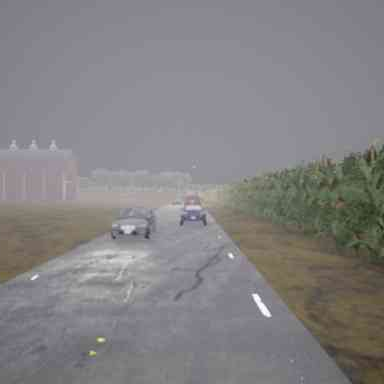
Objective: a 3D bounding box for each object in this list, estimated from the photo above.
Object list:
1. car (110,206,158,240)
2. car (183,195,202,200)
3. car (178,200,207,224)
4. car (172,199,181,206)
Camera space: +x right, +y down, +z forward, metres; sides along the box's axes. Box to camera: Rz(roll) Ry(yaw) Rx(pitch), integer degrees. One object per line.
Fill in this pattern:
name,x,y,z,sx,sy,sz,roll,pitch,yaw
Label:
car,-2.860,1.510,17.242,2.128,1.511,4.902,0,0,0
car,0.066,1.352,42.411,2.150,2.045,5.566,0,0,0
car,0.098,1.571,24.740,1.812,1.442,4.674,0,0,0
car,-2.786,1.955,63.469,1.994,1.385,4.181,0,-1,0
